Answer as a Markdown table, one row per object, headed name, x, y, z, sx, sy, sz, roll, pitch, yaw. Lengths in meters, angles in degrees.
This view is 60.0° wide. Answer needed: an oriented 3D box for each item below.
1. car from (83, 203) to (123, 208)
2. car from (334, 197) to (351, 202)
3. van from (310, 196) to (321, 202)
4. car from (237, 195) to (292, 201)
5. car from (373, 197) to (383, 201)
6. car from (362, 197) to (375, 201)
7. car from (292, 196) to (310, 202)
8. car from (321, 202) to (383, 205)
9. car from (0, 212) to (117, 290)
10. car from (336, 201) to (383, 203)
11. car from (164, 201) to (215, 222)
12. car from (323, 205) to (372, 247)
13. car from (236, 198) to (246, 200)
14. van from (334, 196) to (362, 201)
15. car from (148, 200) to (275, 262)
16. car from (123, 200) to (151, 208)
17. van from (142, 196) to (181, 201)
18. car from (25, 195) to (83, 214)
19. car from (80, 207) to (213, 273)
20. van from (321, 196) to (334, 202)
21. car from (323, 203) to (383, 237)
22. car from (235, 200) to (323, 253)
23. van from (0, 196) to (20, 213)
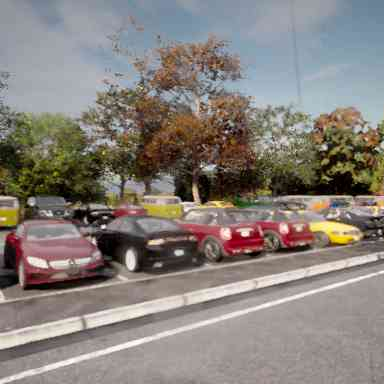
| name | x | y | z | sx | sy | sz | roll | pitch | yaw |
| --- | --- | --- | --- | --- | --- | --- | --- | --- | --- |
| car | -6.979 | 1.498 | 23.296 | 2.097 | 1.535 | 5.008 | 0 | 0 | -35 |
| car | 15.592 | 1.669 | 39.356 | 2.097 | 1.535 | 5.008 | 0 | 0 | -35 |
| van | 11.149 | 1.409 | 36.047 | 1.878 | 1.987 | 4.442 | 0 | 0 | -35 |
| car | 6.583 | 1.349 | 32.910 | 2.435 | 2.045 | 5.566 | 0 | 0 | -35 |
| car | 22.243 | 1.770 | 44.113 | 2.163 | 1.488 | 4.792 | 1 | -1 | -35 |
| car | 20.091 | 1.742 | 42.584 | 2.163 | 1.488 | 4.792 | 1 | 0 | -35 |
| car | 8.840 | 1.366 | 34.515 | 2.435 | 2.045 | 5.566 | 0 | 0 | -35 |
| car | 9.541 | 1.568 | 19.007 | 2.231 | 1.521 | 4.892 | 0 | 0 | -35 |
| car | -4.033 | 1.504 | 9.352 | 2.002 | 1.452 | 4.674 | 0 | 0 | -35 |
| car | 11.914 | 1.581 | 20.459 | 1.946 | 1.575 | 5.366 | 0 | 0 | -35 |
| car | -0.312 | 1.588 | 28.046 | 2.002 | 1.452 | 4.674 | 0 | 0 | -35 |
| car | 5.127 | 1.530 | 15.633 | 1.946 | 1.575 | 5.366 | 0 | 0 | -35 |
| car | 2.052 | 1.566 | 29.716 | 2.097 | 1.535 | 5.008 | 0 | 0 | -35 |
| van | 17.930 | 1.463 | 40.878 | 1.878 | 1.987 | 4.442 | 1 | 0 | -36 |
| car | 0.513 | 1.373 | 12.542 | 2.185 | 1.767 | 4.553 | 0 | 0 | -35 |
| car | -4.723 | 1.555 | 24.904 | 2.002 | 1.452 | 4.674 | 0 | 0 | -35 |
| van | -2.635 | 1.305 | 26.534 | 1.878 | 1.987 | 4.442 | 0 | 0 | -35 |
| car | -9.324 | 1.228 | 21.601 | 2.435 | 2.045 | 5.566 | 0 | 0 | -35 |
| car | -1.766 | 1.481 | 10.954 | 2.097 | 1.535 | 5.008 | 0 | 0 | -35 |
| van | 13.271 | 1.426 | 37.842 | 1.878 | 1.987 | 4.442 | 0 | 0 | -35 |
| car | 7.285 | 1.551 | 17.388 | 2.231 | 1.521 | 4.892 | 0 | 0 | -35 |
| car | 2.775 | 1.390 | 14.150 | 2.185 | 1.767 | 4.553 | 0 | 0 | -35 |
| van | -11.666 | 1.237 | 20.114 | 1.878 | 1.987 | 4.442 | 0 | 0 | -35 |
